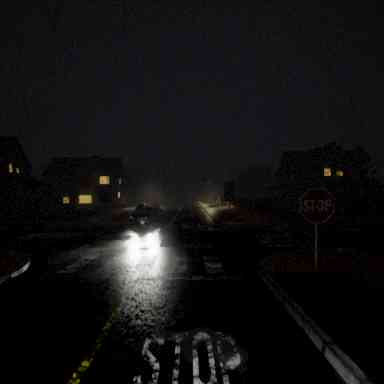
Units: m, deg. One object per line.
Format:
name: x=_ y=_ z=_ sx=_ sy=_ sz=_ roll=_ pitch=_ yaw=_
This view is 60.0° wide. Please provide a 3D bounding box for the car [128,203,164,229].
car: x=-2.871 y=1.510 z=21.643 sx=2.128 sy=1.511 sz=4.902 roll=0 pitch=0 yaw=0
